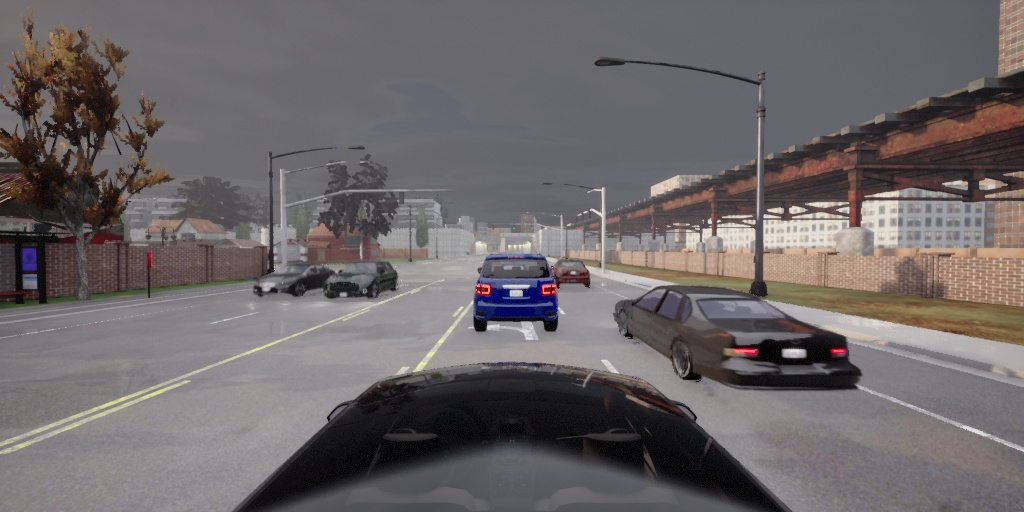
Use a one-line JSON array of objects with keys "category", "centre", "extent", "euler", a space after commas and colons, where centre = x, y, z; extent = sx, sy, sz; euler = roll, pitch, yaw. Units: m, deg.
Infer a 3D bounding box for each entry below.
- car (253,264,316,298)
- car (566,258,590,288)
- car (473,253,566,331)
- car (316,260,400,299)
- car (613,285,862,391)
[{"category": "car", "centre": [-10.586, 1.162, 17.919], "extent": [2.128, 1.511, 4.902], "euler": [0, 0, 0]}, {"category": "car", "centre": [3.574, 0.983, 22.986], "extent": [2.097, 1.767, 4.553], "euler": [0, 1, 0]}, {"category": "car", "centre": [0.089, 0.940, 10.992], "extent": [2.150, 2.045, 5.566], "euler": [0, 0, 0]}, {"category": "car", "centre": [-7.086, 1.022, 17.340], "extent": [2.097, 1.767, 4.553], "euler": [0, 1, 0]}, {"category": "car", "centre": [3.600, 1.284, 7.093], "extent": [2.033, 1.411, 5.357], "euler": [0, 0, 0]}]
